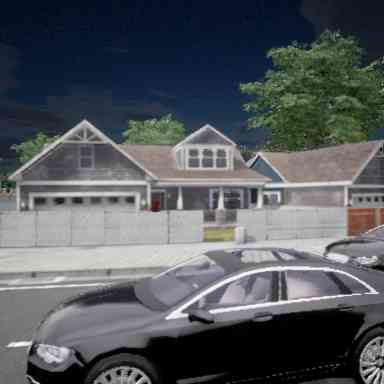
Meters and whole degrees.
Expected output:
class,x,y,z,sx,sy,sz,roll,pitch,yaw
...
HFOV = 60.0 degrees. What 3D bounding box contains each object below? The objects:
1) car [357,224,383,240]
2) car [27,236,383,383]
class,x,y,z,sx,sy,sz,roll,pitch,yaw
car,5.895,1.581,9.072,4.902,1.511,2.128,0,-1,-18
car,0.585,1.533,4.307,4.902,1.511,2.128,0,0,-13
